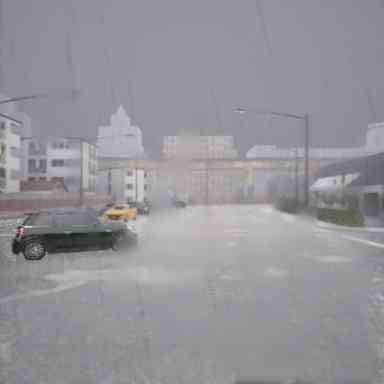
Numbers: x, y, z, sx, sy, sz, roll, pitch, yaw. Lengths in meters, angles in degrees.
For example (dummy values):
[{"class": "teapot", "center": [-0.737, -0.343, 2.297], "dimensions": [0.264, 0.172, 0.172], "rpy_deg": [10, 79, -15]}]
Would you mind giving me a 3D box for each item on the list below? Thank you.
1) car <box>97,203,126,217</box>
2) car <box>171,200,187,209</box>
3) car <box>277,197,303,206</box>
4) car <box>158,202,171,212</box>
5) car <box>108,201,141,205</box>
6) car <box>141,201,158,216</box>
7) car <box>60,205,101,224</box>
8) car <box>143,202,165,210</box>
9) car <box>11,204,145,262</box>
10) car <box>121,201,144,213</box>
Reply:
[{"class": "car", "center": [-9.225, 2.016, 38.524], "dimensions": [1.812, 1.442, 4.674], "rpy_deg": [0, -1, 5]}, {"class": "car", "center": [-2.478, 2.262, 58.440], "dimensions": [1.837, 1.490, 4.892], "rpy_deg": [0, -1, 22]}, {"class": "car", "center": [19.746, 2.069, 66.408], "dimensions": [5.566, 2.045, 2.150], "rpy_deg": [0, -1, -18]}, {"class": "car", "center": [-4.810, 2.223, 48.506], "dimensions": [1.895, 1.301, 4.718], "rpy_deg": [0, -1, 7]}, {"class": "car", "center": [-6.243, 1.842, 29.641], "dimensions": [1.882, 1.535, 5.008], "rpy_deg": [0, -1, 3]}, {"class": "car", "center": [-5.671, 1.839, 38.607], "dimensions": [2.097, 1.767, 4.553], "rpy_deg": [0, -1, 4]}, {"class": "car", "center": [-9.761, 1.891, 29.439], "dimensions": [1.812, 1.442, 4.674], "rpy_deg": [0, -1, 3]}, {"class": "car", "center": [-6.566, 2.350, 57.553], "dimensions": [1.895, 1.301, 4.718], "rpy_deg": [0, -1, 19]}, {"class": "car", "center": [-4.454, 1.509, 12.982], "dimensions": [4.553, 1.767, 2.097], "rpy_deg": [0, -1, -29]}, {"class": "car", "center": [-8.417, 2.118, 47.522], "dimensions": [1.837, 1.490, 4.892], "rpy_deg": [0, -1, 7]}]
